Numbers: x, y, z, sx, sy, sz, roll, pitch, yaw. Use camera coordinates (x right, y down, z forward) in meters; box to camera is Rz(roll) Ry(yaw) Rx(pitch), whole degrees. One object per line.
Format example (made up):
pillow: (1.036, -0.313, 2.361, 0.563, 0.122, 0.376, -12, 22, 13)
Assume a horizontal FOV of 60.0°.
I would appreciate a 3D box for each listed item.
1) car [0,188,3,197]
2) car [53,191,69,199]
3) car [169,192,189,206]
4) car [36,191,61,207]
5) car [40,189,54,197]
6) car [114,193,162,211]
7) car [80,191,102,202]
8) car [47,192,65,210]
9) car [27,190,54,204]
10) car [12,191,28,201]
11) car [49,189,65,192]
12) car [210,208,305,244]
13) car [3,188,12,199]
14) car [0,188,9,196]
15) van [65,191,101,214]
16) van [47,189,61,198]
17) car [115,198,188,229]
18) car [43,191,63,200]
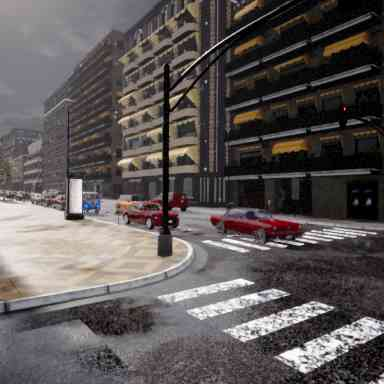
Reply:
car: (-39.078, 0.301, 69.341, 2.008, 1.369, 4.403, 2, 0, -36)
car: (-25.747, 0.529, 65.277, 1.752, 1.417, 4.829, 2, 0, -36)
car: (-2.322, 0.936, 33.138, 2.192, 1.841, 5.009, 2, 0, -36)
car: (-15.759, 0.909, 37.340, 1.887, 1.381, 4.507, 2, 0, -36)
car: (-32.307, 0.272, 74.283, 1.967, 1.590, 4.097, 2, 0, -36)
car: (-4.297, 0.989, 25.992, 2.097, 1.767, 4.553, 1, 0, -36)
car: (-15.650, 0.710, 51.425, 1.967, 1.590, 4.097, 2, 0, -36)
car: (-12.427, 0.997, 32.768, 1.887, 1.381, 4.507, 2, 0, -36)
car: (-18.990, 0.805, 41.774, 1.752, 1.417, 4.829, 2, 0, -36)
car: (-25.749, 0.541, 51.055, 1.967, 1.590, 4.097, 2, 0, -36)
car: (-16.620, 0.662, 42.965, 2.097, 1.767, 4.553, 1, 1, -36)
car: (2.854, 1.454, 15.429, 1.895, 1.301, 4.718, 1, 1, -30)
car: (-32.416, 0.470, 60.198, 1.887, 1.381, 4.507, 2, 0, -36)
car: (-42.402, -0.022, 73.913, 2.192, 1.841, 5.009, 2, 0, -36)
van: (-9.090, 0.881, 28.197, 1.690, 1.788, 3.998, 2, 0, -36)
van: (-28.973, 0.260, 69.711, 1.690, 1.788, 3.998, 2, 0, -36)
car: (-2.434, 1.261, 19.053, 1.887, 1.381, 4.507, 2, 0, -36)
car: (-25.090, 0.599, 59.983, 2.033, 1.411, 5.357, 1, 0, -38)
